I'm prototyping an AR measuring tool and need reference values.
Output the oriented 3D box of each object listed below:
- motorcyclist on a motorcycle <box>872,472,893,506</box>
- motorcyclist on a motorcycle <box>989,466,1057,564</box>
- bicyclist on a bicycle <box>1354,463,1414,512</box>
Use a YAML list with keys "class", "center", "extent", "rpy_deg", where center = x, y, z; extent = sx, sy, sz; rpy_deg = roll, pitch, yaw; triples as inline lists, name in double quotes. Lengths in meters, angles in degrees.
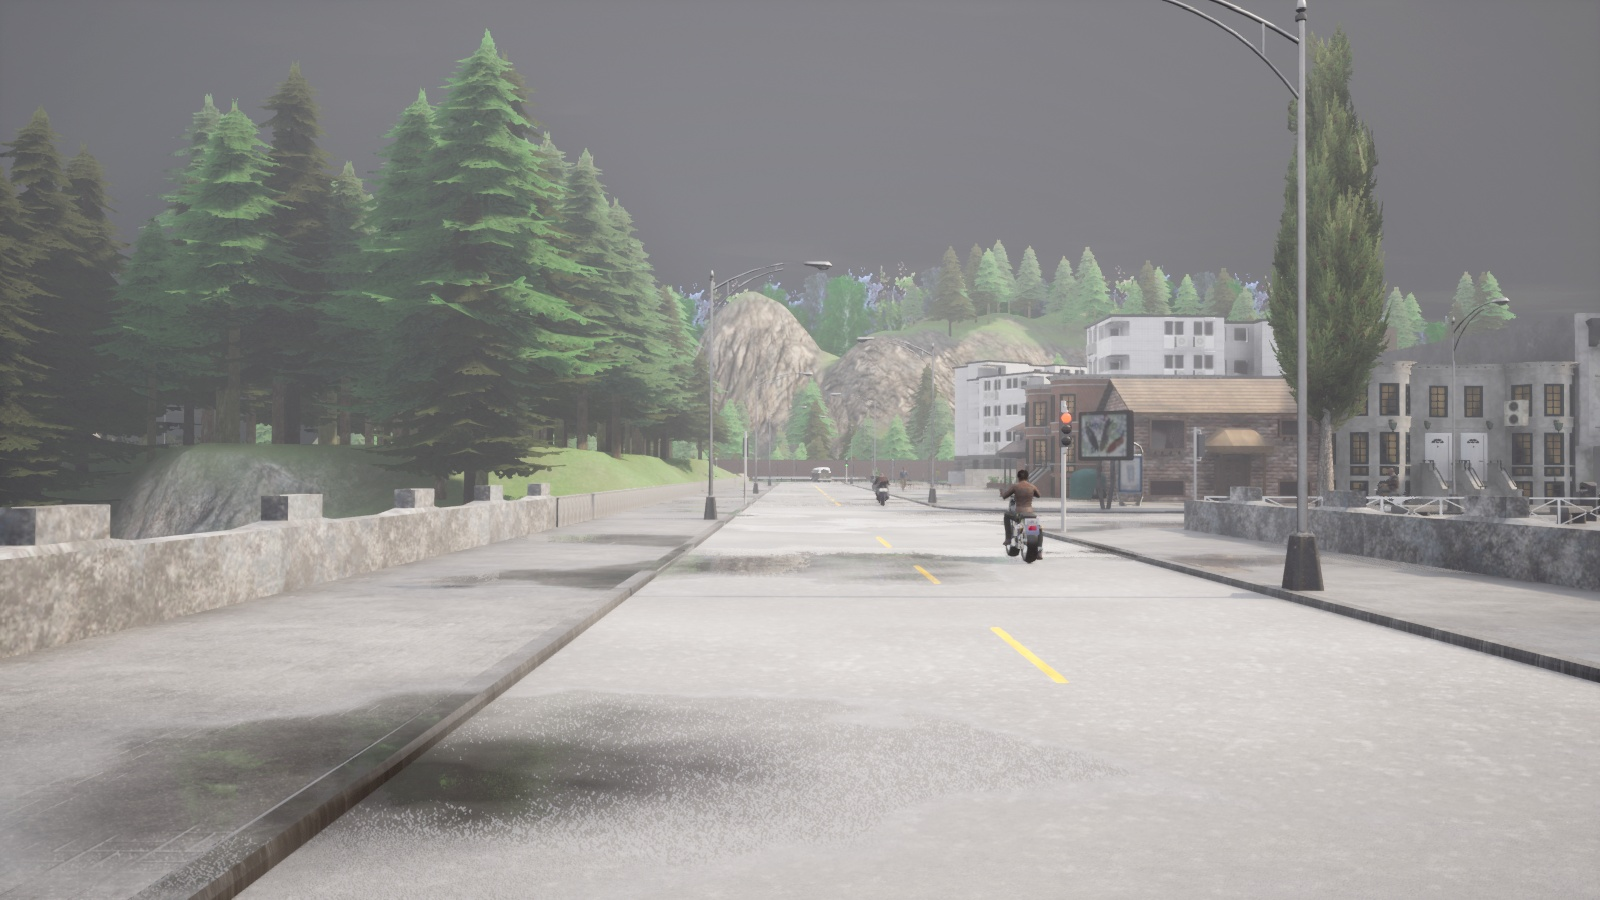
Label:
- class: "motorcyclist on a motorcycle"
  center: [3.796, 1.807, 58.041]
  extent: [0.866, 1.530, 2.191]
  rpy_deg: [0, -1, 1]
- class: "motorcyclist on a motorcycle"
  center: [3.944, 1.124, 22.380]
  extent: [0.766, 1.649, 2.350]
  rpy_deg: [0, -1, 0]
- class: "bicyclist on a bicycle"
  center: [21.271, 1.367, 45.763]
  extent: [1.843, 1.776, 0.659]
  rpy_deg: [0, -1, 0]
